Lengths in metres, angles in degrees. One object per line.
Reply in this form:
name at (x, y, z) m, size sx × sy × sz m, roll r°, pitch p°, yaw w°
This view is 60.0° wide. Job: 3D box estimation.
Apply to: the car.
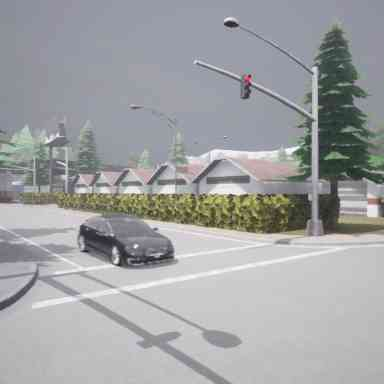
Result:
car at (-2.500, 1.581, 11.695) m, size 1.837 × 1.490 × 4.892 m, roll 0°, pitch 1°, yaw -38°
